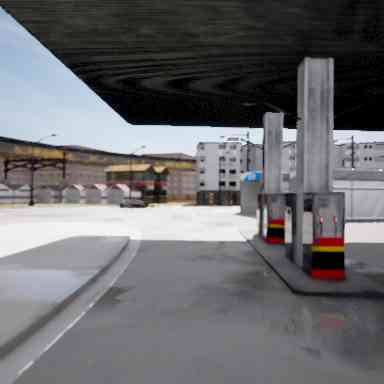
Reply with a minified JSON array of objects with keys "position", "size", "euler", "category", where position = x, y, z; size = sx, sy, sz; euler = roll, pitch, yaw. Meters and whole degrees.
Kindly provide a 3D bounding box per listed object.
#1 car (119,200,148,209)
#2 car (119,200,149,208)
[{"position":[-9.625,1.987,53.731],"size":[4.181,1.385,1.994],"euler":[1,-1,-36],"category":"car"},{"position":[-10.098,2.061,58.069],"size":[4.718,1.301,1.895],"euler":[1,-1,-36],"category":"car"}]
